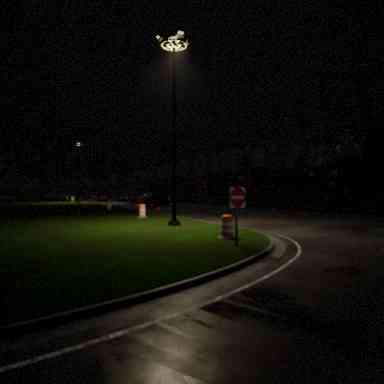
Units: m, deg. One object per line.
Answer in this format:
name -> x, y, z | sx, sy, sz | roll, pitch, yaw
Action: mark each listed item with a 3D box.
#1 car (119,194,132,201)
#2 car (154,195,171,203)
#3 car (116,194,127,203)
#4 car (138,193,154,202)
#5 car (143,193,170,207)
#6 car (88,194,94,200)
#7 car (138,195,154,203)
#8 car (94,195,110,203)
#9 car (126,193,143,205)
car -> -16.534, 1.321, 82.043 | 2.097, 1.767, 4.553 | 0, 0, -26
car -> -6.052, 1.445, 68.371 | 1.882, 1.535, 5.008 | 0, 0, -26
car -> -14.524, 1.524, 69.822 | 1.994, 1.385, 4.181 | 0, 0, -26
car -> -10.925, 1.190, 78.471 | 2.150, 2.045, 5.566 | 0, 0, -26
car -> -5.232, 1.197, 50.823 | 2.150, 2.045, 5.566 | 0, 0, -26
car -> -23.316, 1.495, 79.991 | 1.812, 1.442, 4.674 | 0, 0, -26
car -> -9.376, 1.447, 67.211 | 1.882, 1.535, 5.008 | 0, 0, -26
car -> -18.820, 1.513, 70.673 | 2.033, 1.411, 5.357 | 0, 0, -26
car -> -9.928, 1.451, 60.463 | 1.882, 1.535, 5.008 | 0, 0, -26
